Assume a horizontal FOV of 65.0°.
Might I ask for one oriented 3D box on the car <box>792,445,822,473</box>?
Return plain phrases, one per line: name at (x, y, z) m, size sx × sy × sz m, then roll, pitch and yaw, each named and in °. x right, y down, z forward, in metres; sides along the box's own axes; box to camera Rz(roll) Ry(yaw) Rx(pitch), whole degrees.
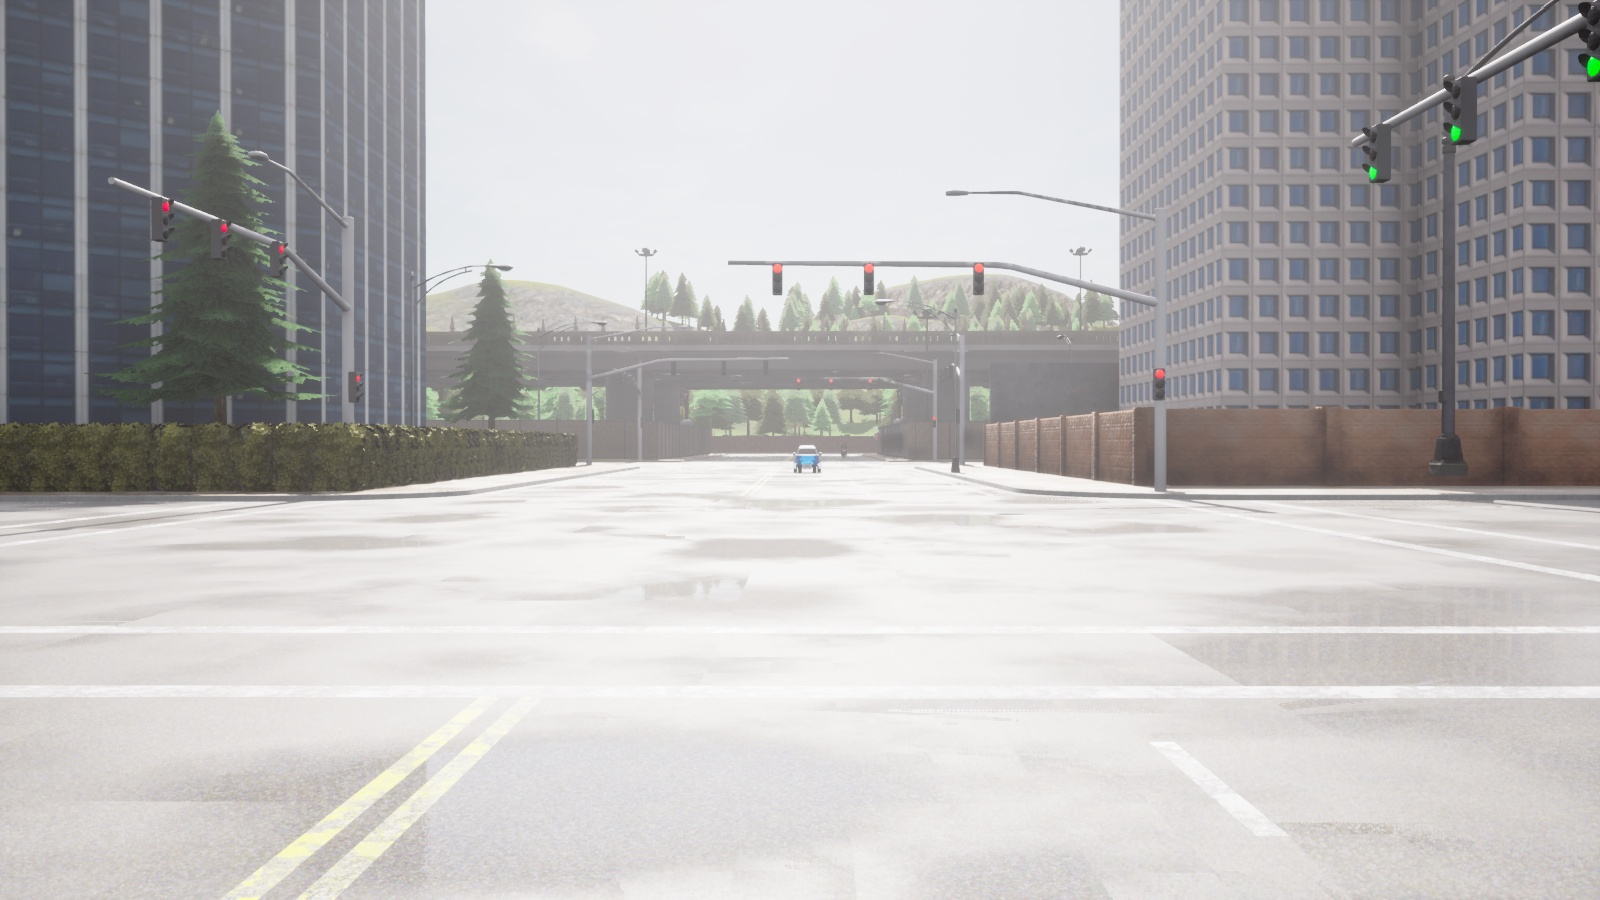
car at (0.367, 0.443, 63.576) m, size 1.481 × 1.376 × 2.207 m, roll 0°, pitch 1°, yaw 0°
